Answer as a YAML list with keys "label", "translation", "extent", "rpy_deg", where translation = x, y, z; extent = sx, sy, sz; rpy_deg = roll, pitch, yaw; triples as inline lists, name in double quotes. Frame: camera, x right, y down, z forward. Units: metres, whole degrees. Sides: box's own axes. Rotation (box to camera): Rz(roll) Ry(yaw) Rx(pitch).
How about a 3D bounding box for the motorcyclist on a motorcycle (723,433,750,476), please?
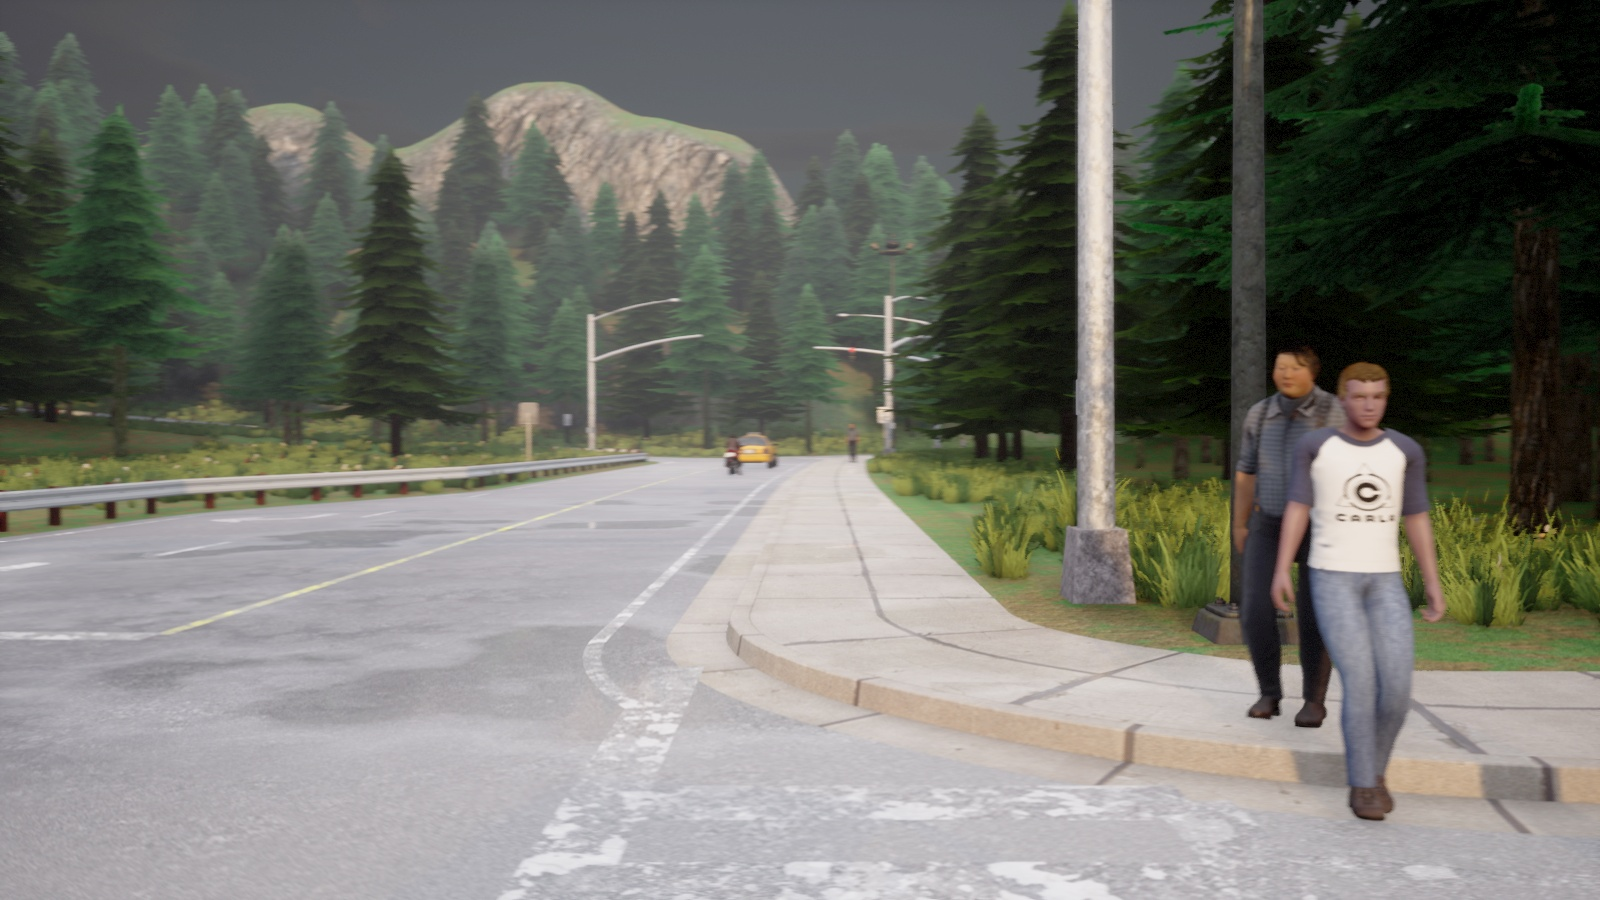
- label: "motorcyclist on a motorcycle"
  translation: [-2.317, 0.146, 46.097]
  extent: [0.797, 1.523, 2.044]
  rpy_deg: [0, 1, 3]

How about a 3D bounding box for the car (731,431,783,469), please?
- label: "car"
  translation: [-1.820, -0.020, 54.964]
  extent: [1.801, 1.575, 5.366]
  rpy_deg: [0, 1, 3]

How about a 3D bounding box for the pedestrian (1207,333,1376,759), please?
- label: "pedestrian"
  translation: [2.309, 0.413, 5.888]
  extent: [0.540, 1.848, 0.694]
  rpy_deg: [1, 1, 39]

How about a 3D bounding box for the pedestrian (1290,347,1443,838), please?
- label: "pedestrian"
  translation: [2.260, 0.531, 5.062]
  extent: [0.354, 1.836, 0.706]
  rpy_deg: [0, 1, 7]

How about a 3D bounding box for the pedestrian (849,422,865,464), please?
- label: "pedestrian"
  translation: [2.589, -0.318, 56.868]
  extent: [0.540, 1.848, 0.694]
  rpy_deg: [0, 1, 21]
